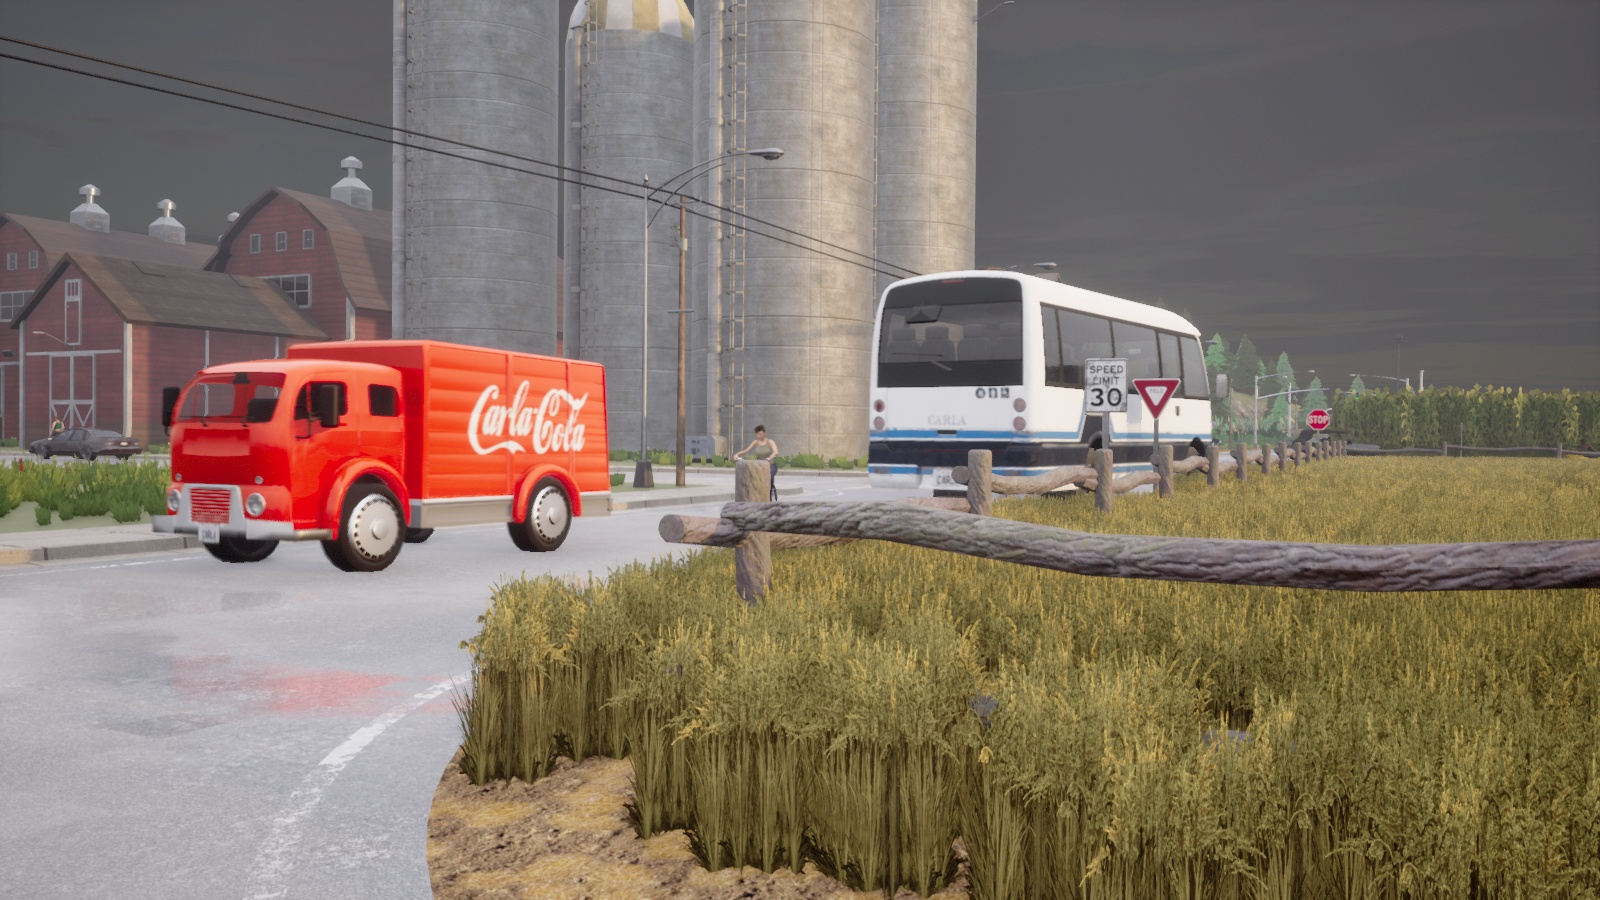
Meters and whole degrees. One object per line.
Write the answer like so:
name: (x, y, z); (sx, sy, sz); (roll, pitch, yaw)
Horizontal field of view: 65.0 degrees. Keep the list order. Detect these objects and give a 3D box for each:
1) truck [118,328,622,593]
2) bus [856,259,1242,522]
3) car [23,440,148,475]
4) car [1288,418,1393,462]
truck: (-4.657, 0.099, 14.620); (2.627, 2.467, 5.204); (0, 0, 26)
bus: (5.566, -1.048, 25.672); (3.944, 4.253, 10.273); (0, 1, 35)
car: (-31.034, 0.311, 54.506); (5.357, 1.411, 2.033); (0, 1, 26)
car: (23.807, -0.448, 55.414); (3.866, 1.878, 1.905); (0, 1, 4)
